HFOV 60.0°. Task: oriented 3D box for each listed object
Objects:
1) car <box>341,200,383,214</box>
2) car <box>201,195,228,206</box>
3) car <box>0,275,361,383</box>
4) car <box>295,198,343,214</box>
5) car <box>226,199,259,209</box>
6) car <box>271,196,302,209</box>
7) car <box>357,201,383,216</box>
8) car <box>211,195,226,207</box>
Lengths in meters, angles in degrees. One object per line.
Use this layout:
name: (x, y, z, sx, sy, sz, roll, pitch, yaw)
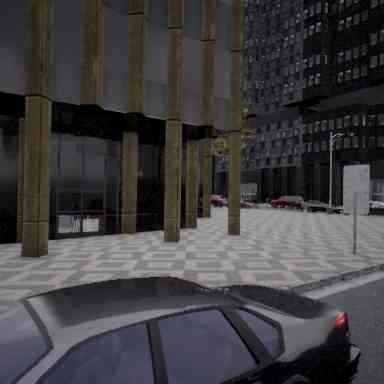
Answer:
car: (20.060, 1.707, 38.746, 2.008, 1.369, 4.403, 1, -1, -35)
car: (4.103, 1.511, 61.221, 2.192, 1.841, 5.009, 1, -1, -35)
car: (-0.744, 1.548, 2.725, 5.357, 1.411, 2.033, 0, 0, -36)
car: (13.115, 1.539, 33.803, 1.947, 1.339, 4.313, 1, -1, -35)
car: (6.731, 1.570, 42.793, 1.802, 1.307, 4.206, 1, -1, -35)
car: (13.679, 1.486, 47.737, 2.192, 1.841, 5.009, 1, -1, -35)
car: (16.308, 1.517, 29.309, 2.008, 1.369, 4.403, 1, -1, -35)
car: (3.543, 1.311, 47.291, 2.192, 1.841, 5.009, 1, -1, -35)
